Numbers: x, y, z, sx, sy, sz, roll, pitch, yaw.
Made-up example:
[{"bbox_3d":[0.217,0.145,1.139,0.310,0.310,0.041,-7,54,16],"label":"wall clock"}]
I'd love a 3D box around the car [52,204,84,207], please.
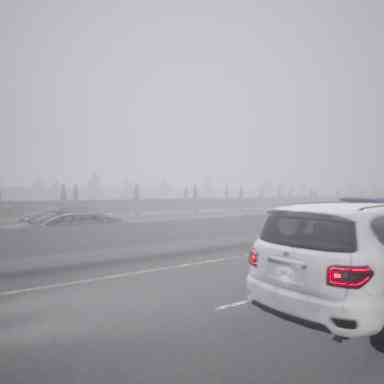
[{"bbox_3d":[-7.738,1.487,19.849,4.902,1.511,2.128,0,0,-35],"label":"car"}]

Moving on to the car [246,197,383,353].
[{"bbox_3d":[3.485,1.211,6.246,5.566,2.045,2.150,0,0,-36],"label":"car"}]

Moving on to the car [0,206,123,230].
[{"bbox_3d":[-5.084,1.488,13.168,4.902,1.511,2.128,0,0,-35],"label":"car"}]
